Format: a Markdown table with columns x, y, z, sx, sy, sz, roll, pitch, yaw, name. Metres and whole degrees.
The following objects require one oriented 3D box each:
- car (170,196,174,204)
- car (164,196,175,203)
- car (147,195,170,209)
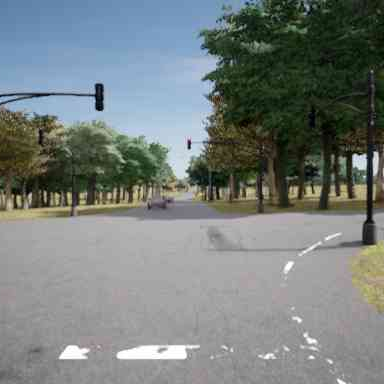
| x | y | z | sx | sy | sz | roll | pitch | yaw | name |
| --- | --- | --- | --- | --- | --- | --- | --- | --- | --- |
| -4.444 | 1.483 | 57.617 | 1.895 | 1.301 | 4.718 | 0 | 0 | -1 | car |
| -4.677 | 1.530 | 69.476 | 2.033 | 1.411 | 5.357 | 0 | -1 | -1 | car |
| -4.157 | 1.169 | 40.498 | 2.097 | 1.767 | 4.553 | 0 | 0 | 0 | car |
